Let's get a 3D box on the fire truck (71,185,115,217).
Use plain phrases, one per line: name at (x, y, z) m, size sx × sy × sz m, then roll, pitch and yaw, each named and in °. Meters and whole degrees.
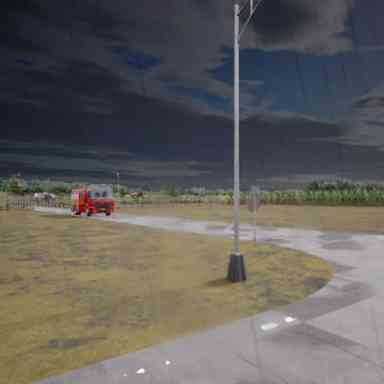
fire truck at (-12.792, 1.066, 42.212) m, size 2.891 × 3.827 × 8.468 m, roll 0°, pitch -1°, yaw -35°
